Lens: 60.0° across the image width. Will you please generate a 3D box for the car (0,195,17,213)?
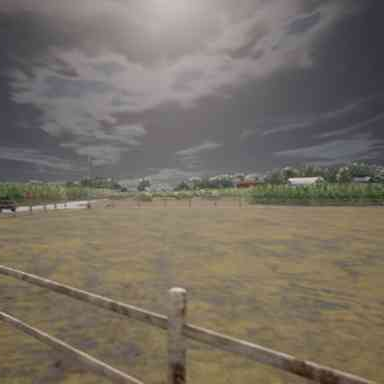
[{"bbox_3d":[-21.958,1.367,37.818,2.150,2.045,5.566,-1,0,-7],"label":"car"}]
